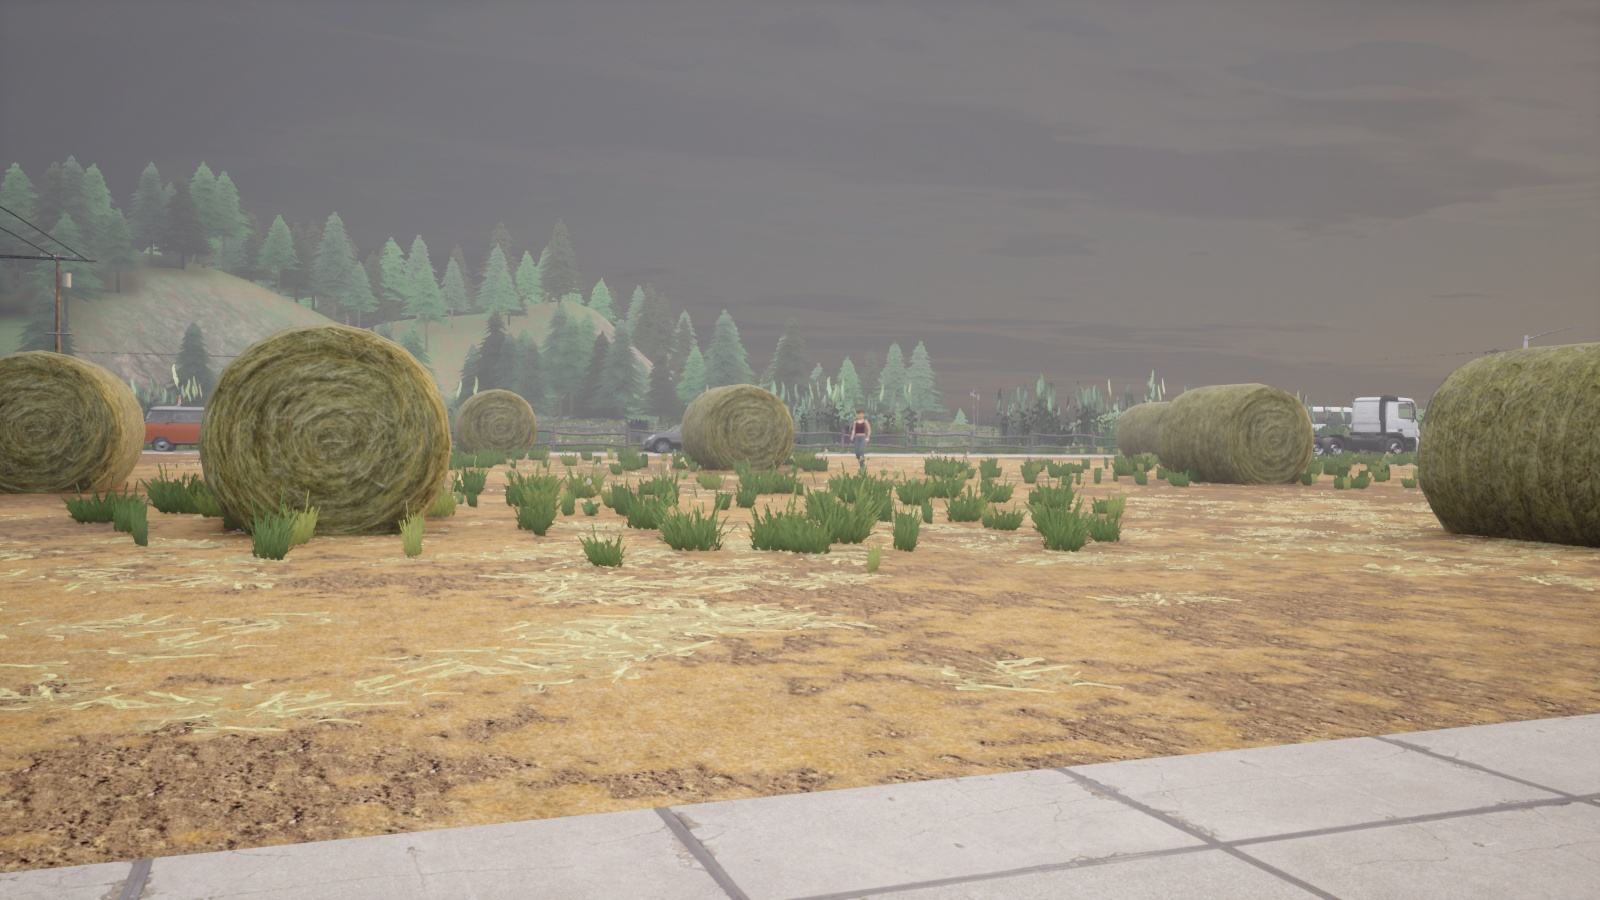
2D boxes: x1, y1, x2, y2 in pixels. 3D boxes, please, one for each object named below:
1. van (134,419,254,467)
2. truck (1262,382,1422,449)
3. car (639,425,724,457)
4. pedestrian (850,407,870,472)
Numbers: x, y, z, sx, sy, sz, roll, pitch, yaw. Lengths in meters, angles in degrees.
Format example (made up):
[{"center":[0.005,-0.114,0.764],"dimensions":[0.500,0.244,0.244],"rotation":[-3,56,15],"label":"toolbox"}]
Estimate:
[{"center":[-26.323,-0.325,54.695],"dimensions":[4.442,1.987,1.775],"rotation":[-1,1,-17],"label":"van"},{"center":[29.340,-1.891,68.007],"dimensions":[7.936,3.462,2.891],"rotation":[-1,1,-17],"label":"truck"},{"center":[-5.760,-0.448,60.973],"dimensions":[3.806,1.475,1.970],"rotation":[-1,1,-17],"label":"car"},{"center":[1.726,-0.312,36.060],"dimensions":[0.345,1.836,0.594],"rotation":[0,1,28],"label":"pedestrian"}]
